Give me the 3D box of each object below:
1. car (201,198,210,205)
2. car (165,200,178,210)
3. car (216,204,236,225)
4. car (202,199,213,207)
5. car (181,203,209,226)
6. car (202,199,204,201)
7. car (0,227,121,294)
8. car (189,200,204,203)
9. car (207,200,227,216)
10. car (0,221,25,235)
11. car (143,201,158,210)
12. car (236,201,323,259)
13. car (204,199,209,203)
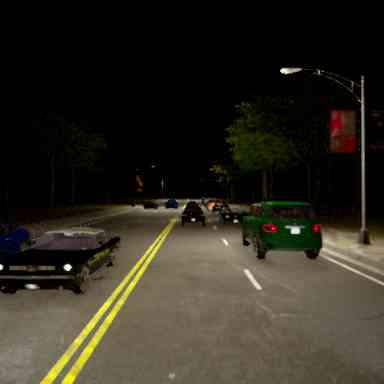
[{"bbox_3d":[3.228,2.344,81.944,2.128,1.511,4.902,0,-1,0],"label":"car"},{"bbox_3d":[-3.325,2.071,54.087,1.882,1.535,5.008,0,-1,0],"label":"car"},{"bbox_3d":[3.242,1.904,26.976,1.895,1.301,4.718,0,-1,0],"label":"car"},{"bbox_3d":[3.231,2.298,70.943,2.033,1.411,5.357,0,-1,0],"label":"car"},{"bbox_3d":[0.093,1.817,25.954,1.812,1.442,4.674,0,0,0],"label":"car"},{"bbox_3d":[3.233,2.196,59.944,2.033,1.411,5.357,0,-1,0],"label":"car"},{"bbox_3d":[-3.354,1.704,9.180,1.895,1.301,4.718,0,-1,0],"label":"car"},{"bbox_3d":[0.089,2.028,42.895,2.033,1.411,5.357,0,-1,0],"label":"car"},{"bbox_3d":[3.239,1.918,37.947,2.128,1.511,4.902,0,-1,0],"label":"car"},{"bbox_3d":[-6.605,1.639,10.117,1.812,1.442,4.674,0,-1,0],"label":"car"},{"bbox_3d":[-6.571,2.136,53.607,2.033,1.411,5.357,0,-1,1],"label":"car"},{"bbox_3d":[3.348,1.375,13.439,2.150,2.045,5.566,0,0,0],"label":"car"},{"bbox_3d":[3.236,1.895,48.917,2.097,1.767,4.553,0,-1,0],"label":"car"}]
